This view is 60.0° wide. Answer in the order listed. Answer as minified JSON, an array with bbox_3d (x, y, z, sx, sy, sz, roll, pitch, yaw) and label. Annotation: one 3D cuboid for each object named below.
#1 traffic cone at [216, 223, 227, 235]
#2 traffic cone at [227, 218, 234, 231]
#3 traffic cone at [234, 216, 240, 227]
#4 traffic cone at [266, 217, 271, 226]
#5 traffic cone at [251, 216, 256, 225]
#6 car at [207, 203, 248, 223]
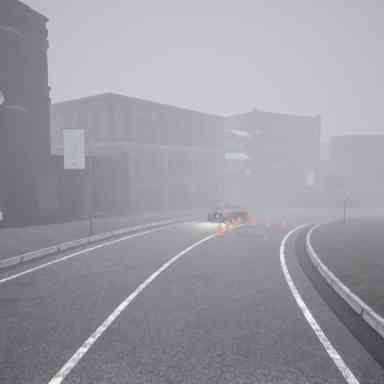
[{"bbox_3d":[1.463,1.926,17.327,0.340,0.580,0.340,2,0,17],"label":"traffic cone"},{"bbox_3d":[2.063,1.926,19.234,0.340,0.580,0.340,2,1,18],"label":"traffic cone"},{"bbox_3d":[2.663,1.925,21.142,0.340,0.580,0.340,2,1,17],"label":"traffic cone"},{"bbox_3d":[5.161,1.994,22.449,0.340,0.580,0.340,2,1,17],"label":"traffic cone"},{"bbox_3d":[4.207,1.958,22.744,0.340,0.580,0.340,2,1,17],"label":"traffic cone"},{"bbox_3d":[2.702,1.491,24.663,1.994,1.385,4.181,2,1,28],"label":"car"}]
